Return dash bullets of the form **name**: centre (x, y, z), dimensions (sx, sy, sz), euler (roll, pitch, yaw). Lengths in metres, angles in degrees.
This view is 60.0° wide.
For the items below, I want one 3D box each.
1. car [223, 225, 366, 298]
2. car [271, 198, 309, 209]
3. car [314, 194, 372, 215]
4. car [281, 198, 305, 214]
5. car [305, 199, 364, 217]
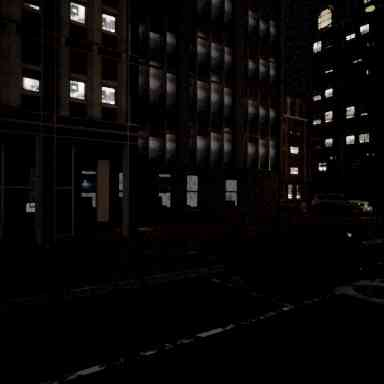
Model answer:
- **car**: centre (2.782, 1.567, 8.542), dimensions (4.313, 1.339, 1.947), euler (0, 0, -36)
- **car**: centre (12.968, 1.499, 44.430), dimensions (1.752, 1.417, 4.829), euler (0, 0, -36)
- **car**: centre (14.435, 1.184, 32.450), dimensions (2.150, 2.045, 5.566), euler (0, 0, -36)
- **car**: centre (9.659, 1.467, 34.667), dimensions (1.752, 1.417, 4.829), euler (0, 0, -36)
- **car**: centre (12.860, 1.534, 30.204), dimensions (1.802, 1.307, 4.206), euler (0, 0, -36)
